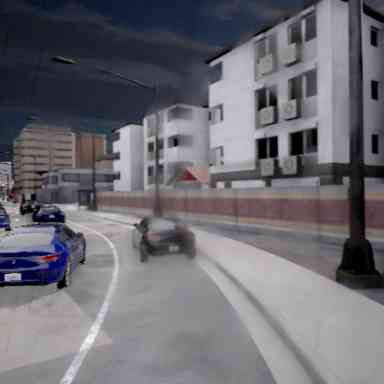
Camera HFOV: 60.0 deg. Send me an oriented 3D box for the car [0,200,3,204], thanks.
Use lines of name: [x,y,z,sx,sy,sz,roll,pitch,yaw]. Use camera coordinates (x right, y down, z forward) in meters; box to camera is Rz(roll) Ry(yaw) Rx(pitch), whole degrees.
car: [-20.695,1.641,34.873,2.097,1.767,4.553,0,0,-31]

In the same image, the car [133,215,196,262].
car: [-1.150,1.574,12.403,1.812,1.442,4.674,0,0,-15]

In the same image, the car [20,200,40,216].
car: [-17.727,1.621,36.729,2.097,1.767,4.553,0,0,-31]

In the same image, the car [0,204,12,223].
car: [-12.592,1.723,21.176,2.033,1.411,5.357,0,0,-30]

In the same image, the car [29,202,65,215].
car: [-10.961,1.736,25.359,1.994,1.385,4.181,0,0,-30]

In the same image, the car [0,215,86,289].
car: [-4.072,1.589,9.094,1.812,1.442,4.674,0,0,-10]
